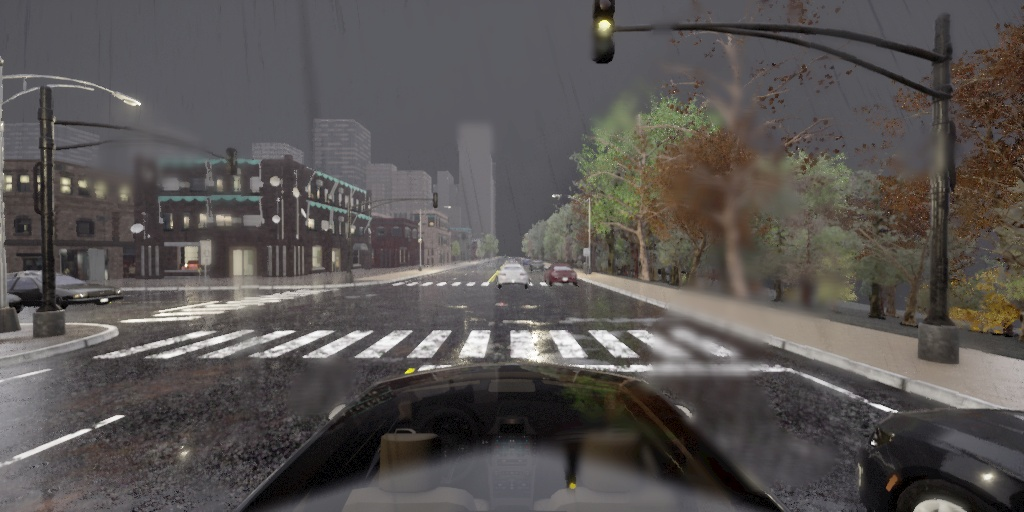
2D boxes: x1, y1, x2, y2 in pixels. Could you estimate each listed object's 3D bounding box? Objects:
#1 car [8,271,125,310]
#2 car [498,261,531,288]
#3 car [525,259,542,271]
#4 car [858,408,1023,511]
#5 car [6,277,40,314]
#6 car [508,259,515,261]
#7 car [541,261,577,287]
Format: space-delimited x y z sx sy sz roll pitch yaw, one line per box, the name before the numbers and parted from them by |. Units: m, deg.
car | -19.906 1.515 15.180 5.357 1.411 2.033 -1 1 0
car | 0.055 1.265 23.805 1.812 1.442 4.674 0 0 0
car | 3.257 1.215 47.649 2.128 1.511 4.902 0 0 0
car | 3.352 1.254 0.475 1.837 1.490 4.892 0 0 0
car | -19.969 1.562 12.474 4.313 1.339 1.948 0 0 0
car | 0.008 1.325 46.833 1.895 1.301 4.718 0 0 0
car | 3.303 1.264 24.641 1.812 1.442 4.674 0 0 0
